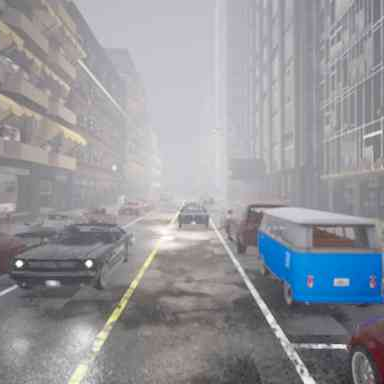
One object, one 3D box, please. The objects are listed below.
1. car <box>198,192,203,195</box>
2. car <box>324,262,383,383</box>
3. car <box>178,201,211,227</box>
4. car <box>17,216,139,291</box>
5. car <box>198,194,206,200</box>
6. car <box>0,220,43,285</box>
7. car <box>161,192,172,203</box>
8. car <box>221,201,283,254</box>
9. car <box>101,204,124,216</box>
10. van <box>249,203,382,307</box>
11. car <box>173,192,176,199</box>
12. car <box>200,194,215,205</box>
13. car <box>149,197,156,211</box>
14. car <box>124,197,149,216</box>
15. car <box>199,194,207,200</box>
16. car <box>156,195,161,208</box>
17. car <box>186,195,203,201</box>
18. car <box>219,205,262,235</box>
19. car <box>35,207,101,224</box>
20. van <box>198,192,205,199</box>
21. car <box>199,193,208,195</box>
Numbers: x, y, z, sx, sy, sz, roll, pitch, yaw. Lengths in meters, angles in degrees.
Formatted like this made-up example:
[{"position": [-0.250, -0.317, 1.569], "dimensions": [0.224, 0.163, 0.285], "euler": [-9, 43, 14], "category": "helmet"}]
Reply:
[{"position": [2.548, 1.037, 68.461], "dimensions": [2.192, 1.841, 5.009], "euler": [0, 0, 0], "category": "car"}, {"position": [2.571, 1.571, 2.036], "dimensions": [1.802, 1.307, 4.206], "euler": [1, 0, 0], "category": "car"}, {"position": [0.090, 1.496, 21.628], "dimensions": [1.895, 1.301, 4.718], "euler": [0, 0, 0], "category": "car"}, {"position": [-2.854, 1.555, 9.031], "dimensions": [1.895, 1.301, 4.718], "euler": [0, 0, 0], "category": "car"}, {"position": [2.539, 1.202, 85.240], "dimensions": [1.752, 1.417, 4.829], "euler": [0, 0, 0], "category": "car"}, {"position": [-5.311, 1.544, 7.556], "dimensions": [1.802, 1.307, 4.206], "euler": [1, 0, 0], "category": "car"}, {"position": [-5.331, 1.179, 62.915], "dimensions": [1.967, 1.590, 4.097], "euler": [0, 0, 0], "category": "car"}, {"position": [2.569, 1.250, 13.104], "dimensions": [2.192, 1.841, 5.009], "euler": [1, 0, 0], "category": "car"}, {"position": [-5.315, 1.491, 18.629], "dimensions": [1.802, 1.307, 4.206], "euler": [1, 0, 0], "category": "car"}, {"position": [2.571, 1.303, 7.568], "dimensions": [1.690, 1.788, 3.998], "euler": [1, 0, 0], "category": "van"}, {"position": [-5.335, 1.021, 73.987], "dimensions": [2.192, 1.841, 5.009], "euler": [0, 0, 0], "category": "car"}, {"position": [2.552, 1.339, 51.854], "dimensions": [1.947, 1.339, 4.313], "euler": [0, 0, 0], "category": "car"}, {"position": [-5.320, 1.277, 35.235], "dimensions": [1.967, 1.590, 4.097], "euler": [1, 0, 0], "category": "car"}, {"position": [-5.319, 1.404, 29.700], "dimensions": [1.887, 1.381, 4.507], "euler": [1, 0, 0], "category": "car"}, {"position": [2.541, 1.272, 79.535], "dimensions": [1.802, 1.307, 4.206], "euler": [0, 0, 0], "category": "car"}, {"position": [-5.324, 1.359, 40.773], "dimensions": [1.887, 1.381, 4.507], "euler": [0, 0, 0], "category": "car"}, {"position": [0.085, 1.412, 41.395], "dimensions": [1.895, 1.301, 4.718], "euler": [0, 0, 0], "category": "car"}, {"position": [2.565, 1.491, 18.641], "dimensions": [1.802, 1.307, 4.206], "euler": [0, 0, 0], "category": "car"}, {"position": [-5.313, 1.486, 13.092], "dimensions": [2.008, 1.369, 4.403], "euler": [1, 0, 0], "category": "car"}, {"position": [2.539, 1.006, 90.604], "dimensions": [1.690, 1.788, 3.998], "euler": [0, 0, 0], "category": "van"}, {"position": [2.550, 1.281, 57.560], "dimensions": [1.752, 1.417, 4.829], "euler": [0, 0, 0], "category": "car"}]
